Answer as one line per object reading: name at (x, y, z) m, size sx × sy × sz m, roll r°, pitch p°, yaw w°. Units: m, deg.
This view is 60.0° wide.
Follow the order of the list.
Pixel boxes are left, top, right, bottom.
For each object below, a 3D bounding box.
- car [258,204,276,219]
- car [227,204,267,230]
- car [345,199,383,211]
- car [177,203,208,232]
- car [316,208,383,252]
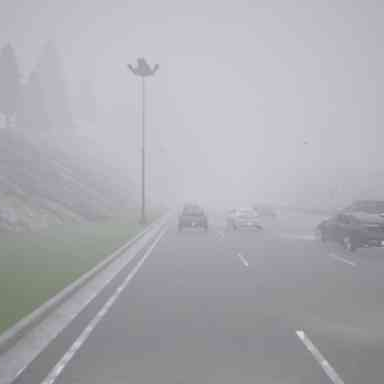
car at (6.973, 1.900, 33.403) m, size 2.033 × 1.411 × 5.357 m, roll 0°, pitch -1°, yaw 0°
car at (3.542, 1.767, 22.921) m, size 1.812 × 1.442 × 4.674 m, roll 0°, pitch -1°, yaw -1°
car at (10.583, 1.432, 19.612) m, size 2.150 × 2.045 × 5.566 m, roll 0°, pitch -1°, yaw 0°
car at (0.064, 1.722, 22.018) m, size 2.128 × 1.511 × 4.902 m, roll 0°, pitch -1°, yaw 0°
car at (7.111, 1.662, 14.677) m, size 1.837 × 1.490 × 4.892 m, roll 0°, pitch -1°, yaw 0°
